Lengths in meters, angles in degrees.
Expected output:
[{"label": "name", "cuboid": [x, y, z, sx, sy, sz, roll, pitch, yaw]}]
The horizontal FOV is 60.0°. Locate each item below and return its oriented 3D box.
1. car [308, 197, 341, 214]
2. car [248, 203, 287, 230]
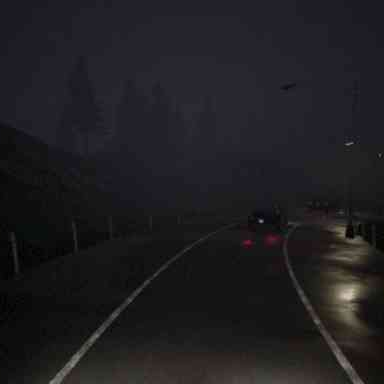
[{"label": "car", "cuboid": [14.086, 1.321, 35.168, 2.097, 1.767, 4.553, 5, 2, 40]}, {"label": "car", "cuboid": [4.631, 1.392, 20.187, 1.812, 1.442, 4.674, 2, 1, 22]}]
